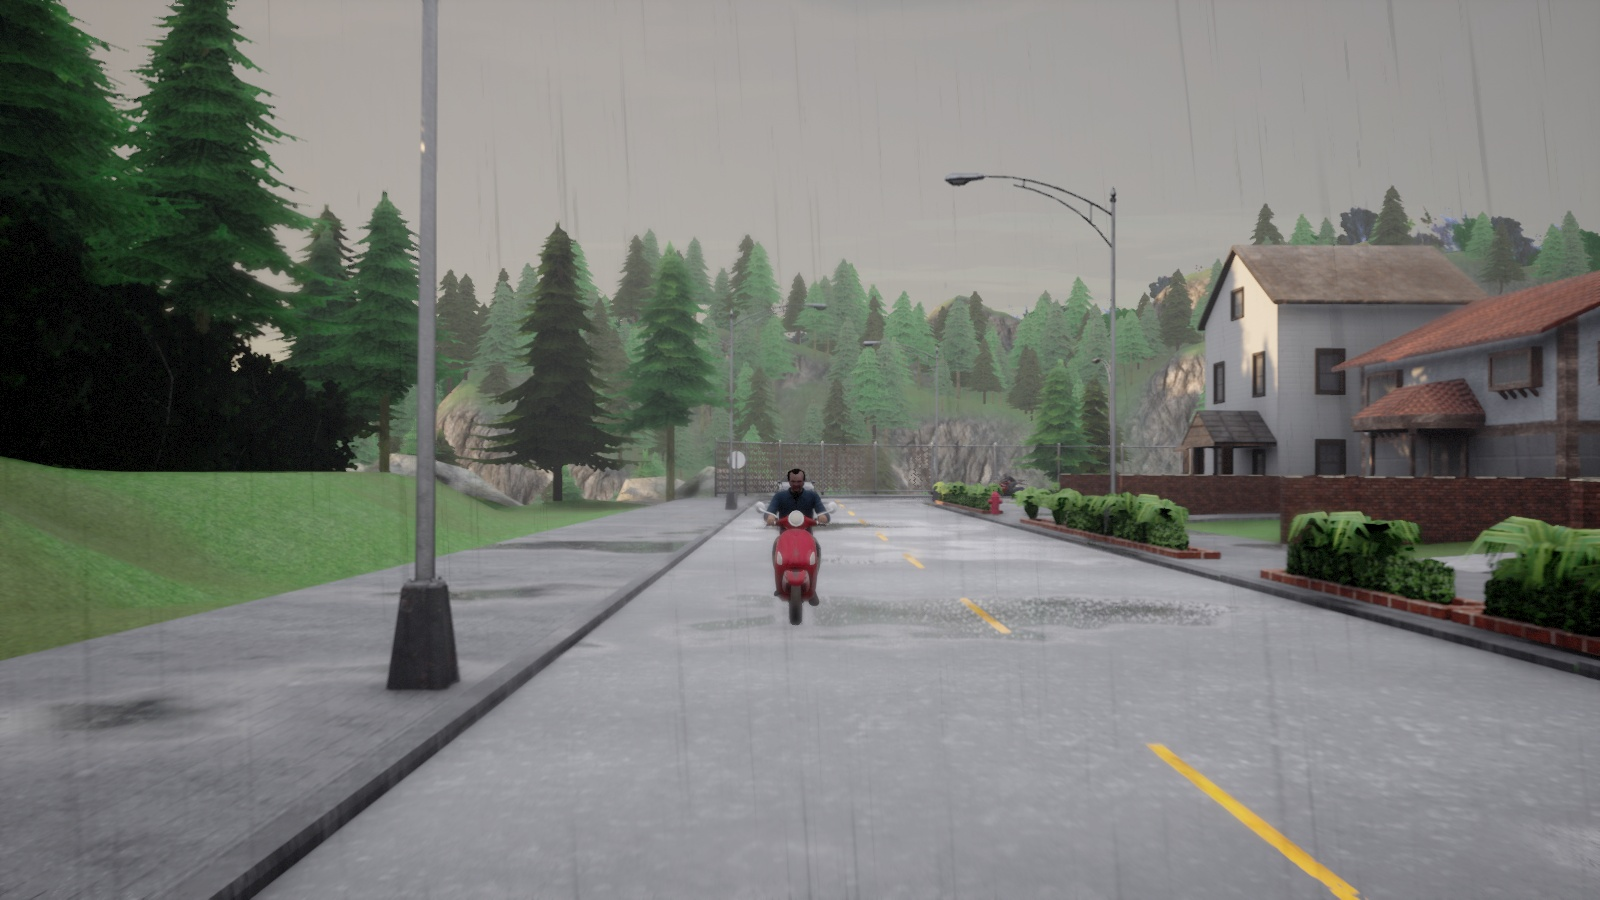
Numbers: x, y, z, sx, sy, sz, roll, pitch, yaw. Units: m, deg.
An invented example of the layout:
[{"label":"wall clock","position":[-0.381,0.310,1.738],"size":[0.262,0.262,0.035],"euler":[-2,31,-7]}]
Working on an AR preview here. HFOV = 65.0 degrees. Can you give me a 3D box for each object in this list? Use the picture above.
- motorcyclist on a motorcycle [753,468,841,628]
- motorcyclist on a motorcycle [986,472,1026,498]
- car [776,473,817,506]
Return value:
[{"label":"motorcyclist on a motorcycle","position":[-0.033,0.993,13.426],"size":[0.866,1.590,1.817],"euler":[0,-1,0]},{"label":"motorcyclist on a motorcycle","position":[12.035,2.031,73.452],"size":[2.191,1.530,0.866],"euler":[0,-1,-1]},{"label":"car","position":[-0.143,1.806,58.364],"size":[1.816,1.474,4.193],"euler":[0,-1,1]}]
